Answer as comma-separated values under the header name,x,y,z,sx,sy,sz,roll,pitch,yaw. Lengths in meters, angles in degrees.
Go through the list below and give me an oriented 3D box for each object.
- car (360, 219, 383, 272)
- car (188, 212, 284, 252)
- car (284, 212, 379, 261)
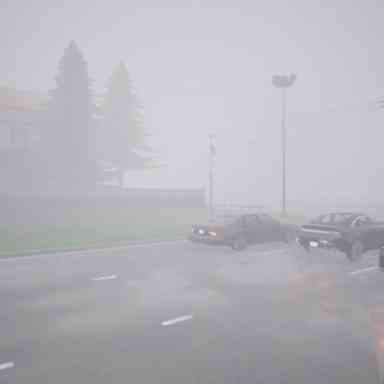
name,x,y,z,sx,sy,sz,roll,pitch,yaw
car,6.686,1.498,8.517,4.902,1.511,2.128,0,0,-35
car,2.394,1.554,14.052,5.357,1.411,2.033,0,0,-36
car,5.968,1.500,12.303,4.902,1.511,2.128,0,0,-35
